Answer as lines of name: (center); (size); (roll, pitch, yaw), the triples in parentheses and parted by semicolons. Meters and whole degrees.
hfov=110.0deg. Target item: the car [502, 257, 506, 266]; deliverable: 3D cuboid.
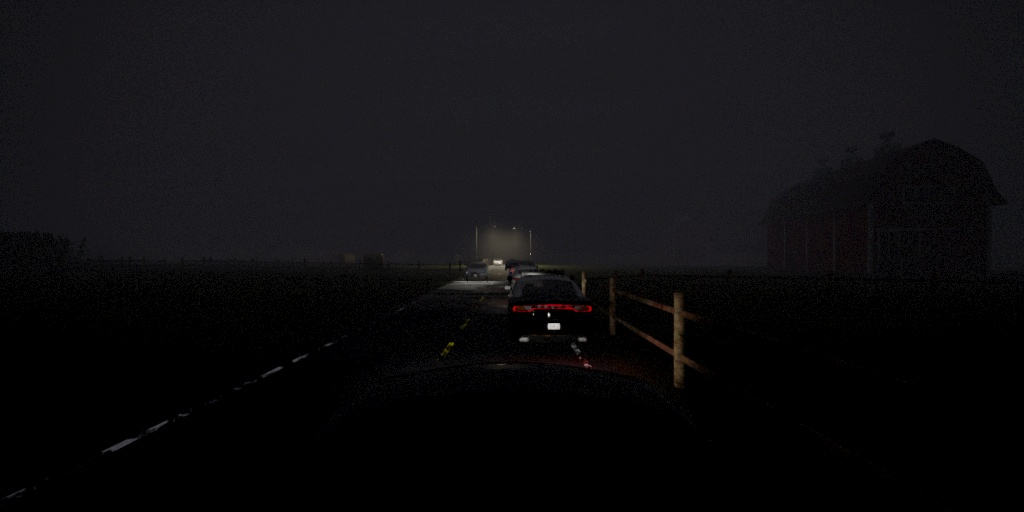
car: (0.020, 1.202, 49.789); (1.882, 1.535, 5.008); (0, 0, 0)

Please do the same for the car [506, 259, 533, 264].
car: (0.806, 1.090, 25.467); (2.097, 1.767, 4.553); (0, 0, 0)

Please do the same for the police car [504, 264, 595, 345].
police car: (0.819, 1.171, 9.607); (1.930, 1.638, 5.238); (0, 0, 0)

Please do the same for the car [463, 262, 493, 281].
car: (-2.871, 1.262, 30.416); (1.812, 1.442, 4.674); (0, 0, 0)

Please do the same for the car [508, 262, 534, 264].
car: (0.811, 1.267, 19.497); (1.812, 1.442, 4.674); (0, 0, 0)
